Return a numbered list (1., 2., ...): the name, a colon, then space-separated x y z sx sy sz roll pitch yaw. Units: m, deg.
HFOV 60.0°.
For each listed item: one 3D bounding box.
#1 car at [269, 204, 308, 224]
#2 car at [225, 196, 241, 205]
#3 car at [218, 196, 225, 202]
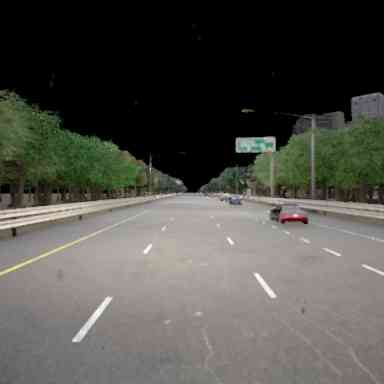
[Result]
1. car: 7.028 1.570 24.545 1.994 1.385 4.181 0 0 0
2. car: 7.149 1.510 56.388 1.812 1.442 4.674 0 0 0
3. car: 7.245 1.552 77.842 1.895 1.301 4.718 0 0 0
